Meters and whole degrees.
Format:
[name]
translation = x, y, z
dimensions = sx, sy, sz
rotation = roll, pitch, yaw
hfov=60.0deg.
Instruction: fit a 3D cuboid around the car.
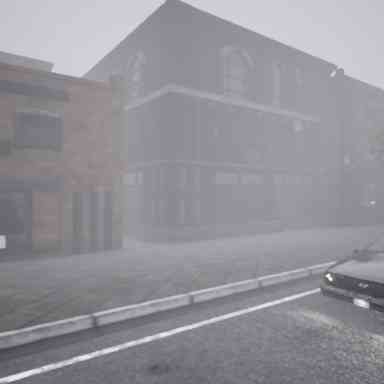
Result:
[car]
translation = 5.116, 1.549, 7.333
dimensions = 5.357, 1.411, 2.033
rotation = 0, 0, -35
